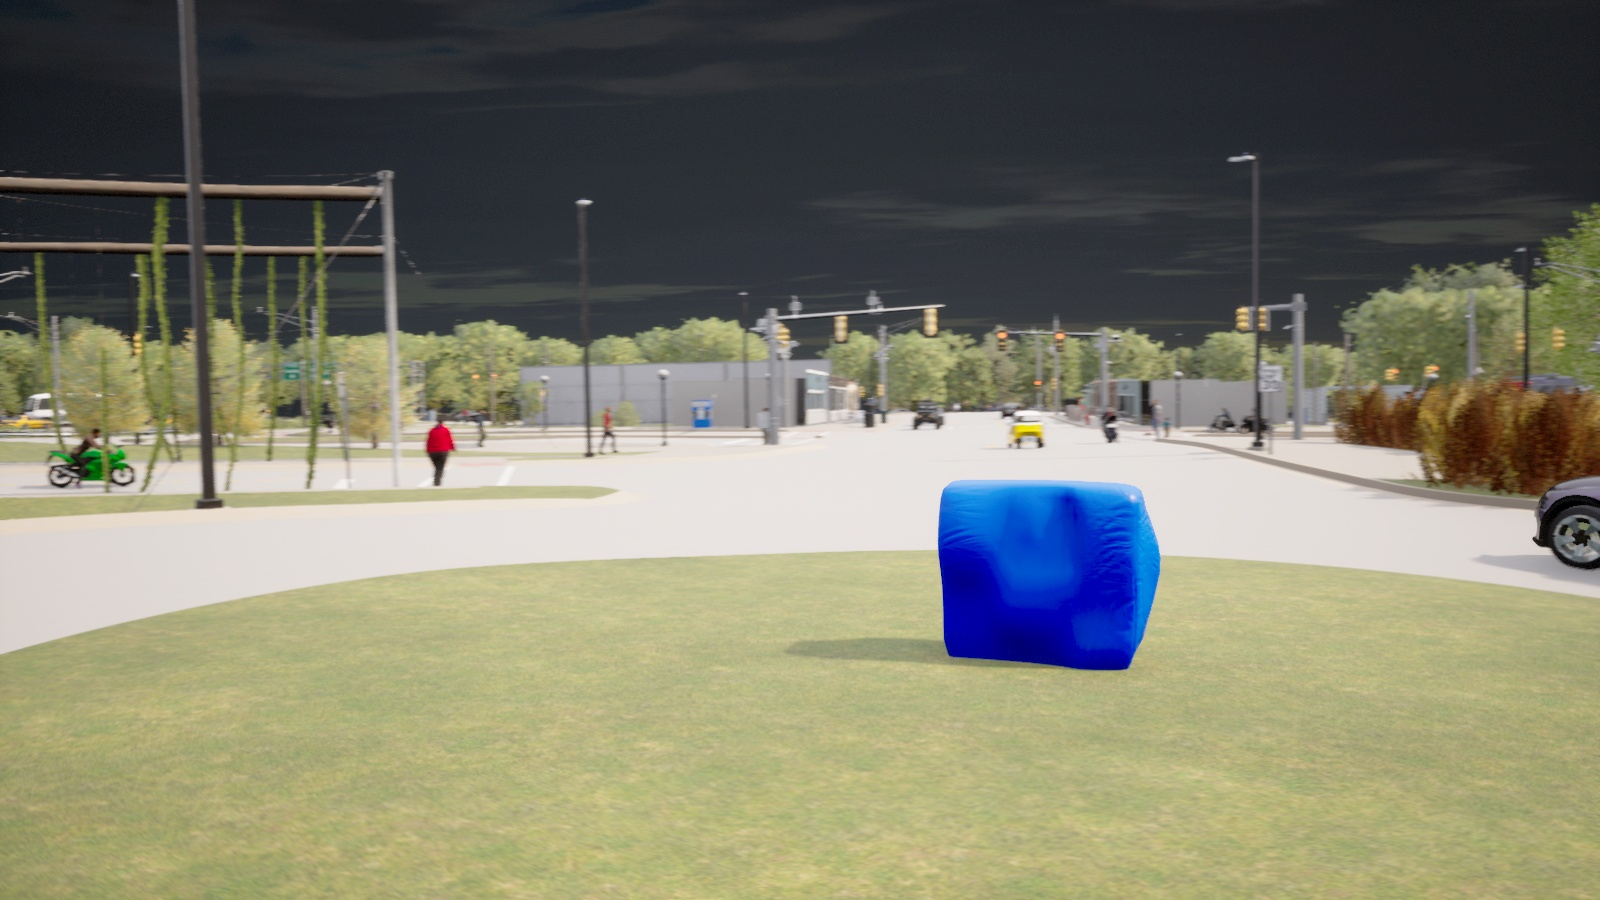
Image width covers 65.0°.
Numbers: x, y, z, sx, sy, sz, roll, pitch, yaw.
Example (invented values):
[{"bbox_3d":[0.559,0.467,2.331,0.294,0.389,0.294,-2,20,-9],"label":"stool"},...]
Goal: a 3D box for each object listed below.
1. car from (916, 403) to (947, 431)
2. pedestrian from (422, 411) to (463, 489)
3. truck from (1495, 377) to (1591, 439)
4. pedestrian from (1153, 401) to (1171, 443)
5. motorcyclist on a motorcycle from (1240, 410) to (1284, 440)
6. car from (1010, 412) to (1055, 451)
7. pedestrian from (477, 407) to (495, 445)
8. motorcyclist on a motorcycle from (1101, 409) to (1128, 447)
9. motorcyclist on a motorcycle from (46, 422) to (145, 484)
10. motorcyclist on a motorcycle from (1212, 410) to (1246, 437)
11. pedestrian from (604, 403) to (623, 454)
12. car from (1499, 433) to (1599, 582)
[{"bbox_3d":[9.217,-2.320,87.767,1.905,1.878,3.866,0,2,10],"label":"car"},{"bbox_3d":[-8.724,-0.008,30.689,0.634,1.844,0.899,-1,3,5],"label":"pedestrian"},{"bbox_3d":[48.571,-2.680,82.350,2.891,3.827,8.468,-1,1,12],"label":"truck"},{"bbox_3d":[15.742,-1.215,54.605,0.706,1.836,0.354,-1,3,5],"label":"pedestrian"},{"bbox_3d":[25.029,-1.361,68.099,2.044,1.523,0.797,1,3,3],"label":"motorcyclist on a motorcycle"},{"bbox_3d":[8.515,-0.694,46.113,1.481,1.376,2.207,-1,2,7],"label":"car"},{"bbox_3d":[-15.101,-1.159,60.409,0.726,1.842,0.402,0,3,8],"label":"pedestrian"},{"bbox_3d":[12.921,-0.891,51.573,0.866,1.530,2.191,0,1,9],"label":"motorcyclist on a motorcycle"},{"bbox_3d":[-17.853,0.062,31.866,2.044,1.523,0.797,0,3,-18],"label":"motorcyclist on a motorcycle"},{"bbox_3d":[25.782,-1.607,75.506,1.817,1.590,0.866,1,2,10],"label":"motorcyclist on a motorcycle"},{"bbox_3d":[-6.882,-0.805,46.331,0.636,1.846,0.331,-2,3,-18],"label":"pedestrian"},{"bbox_3d":[10.569,0.760,13.728,2.033,1.649,4.856,0,3,-22],"label":"car"}]
